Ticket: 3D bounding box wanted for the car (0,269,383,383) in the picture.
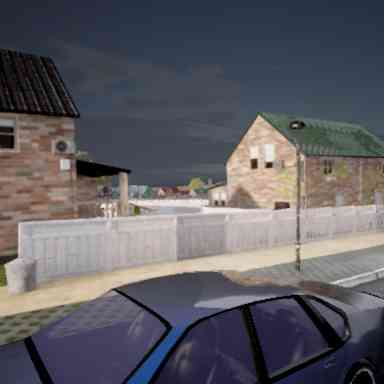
[{"bbox_3d":[-0.046,1.546,3.017,5.357,1.411,2.033,0,0,-35],"label":"car"}]
